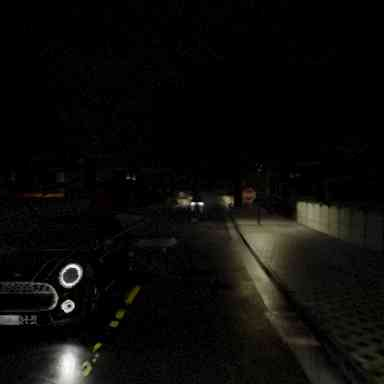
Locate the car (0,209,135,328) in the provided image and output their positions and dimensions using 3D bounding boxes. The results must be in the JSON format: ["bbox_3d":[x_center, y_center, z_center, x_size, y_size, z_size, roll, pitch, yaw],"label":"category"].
[{"bbox_3d":[-2.672,1.322,7.244,2.097,1.767,4.553,0,0,2],"label":"car"}]

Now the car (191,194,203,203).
[{"bbox_3d":[0.919,1.145,57.660,1.837,1.490,4.892,0,3,4],"label":"car"}]
